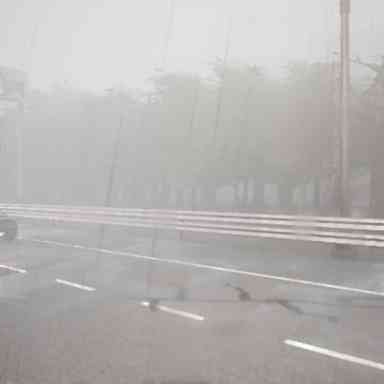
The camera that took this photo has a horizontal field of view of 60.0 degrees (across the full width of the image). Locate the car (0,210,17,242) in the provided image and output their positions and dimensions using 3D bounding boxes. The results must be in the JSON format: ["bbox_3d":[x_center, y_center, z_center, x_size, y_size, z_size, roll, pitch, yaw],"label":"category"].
[{"bbox_3d":[-9.896,1.505,15.240,4.892,1.490,1.837,0,0,36],"label":"car"}]
